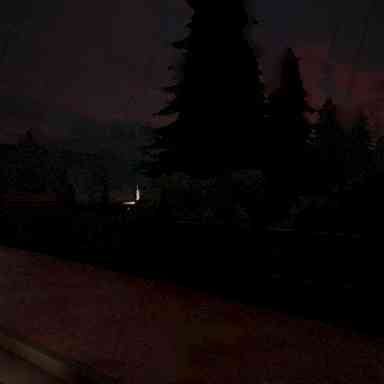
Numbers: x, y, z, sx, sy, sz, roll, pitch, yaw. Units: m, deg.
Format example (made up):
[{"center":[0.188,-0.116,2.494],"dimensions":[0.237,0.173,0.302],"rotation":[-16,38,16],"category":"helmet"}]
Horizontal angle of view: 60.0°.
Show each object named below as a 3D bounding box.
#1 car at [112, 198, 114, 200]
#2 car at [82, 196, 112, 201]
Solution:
[{"center":[-16.110,1.429,58.490],"dimensions":[1.895,1.301,4.718],"rotation":[0,2,36],"category":"car"},{"center":[-15.676,1.471,53.082],"dimensions":[1.812,1.442,4.674],"rotation":[0,1,36],"category":"car"}]
